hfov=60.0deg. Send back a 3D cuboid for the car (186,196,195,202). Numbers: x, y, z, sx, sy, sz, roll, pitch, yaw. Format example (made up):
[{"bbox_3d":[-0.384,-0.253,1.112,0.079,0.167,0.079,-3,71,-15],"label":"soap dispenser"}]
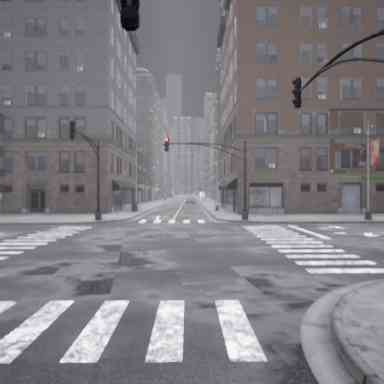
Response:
[{"bbox_3d":[-0.388,1.570,73.791,1.895,1.301,4.718,0,0,0],"label":"car"}]

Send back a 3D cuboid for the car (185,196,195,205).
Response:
[{"bbox_3d":[-0.317,1.724,63.786,1.895,1.301,4.718,0,0,0],"label":"car"}]
